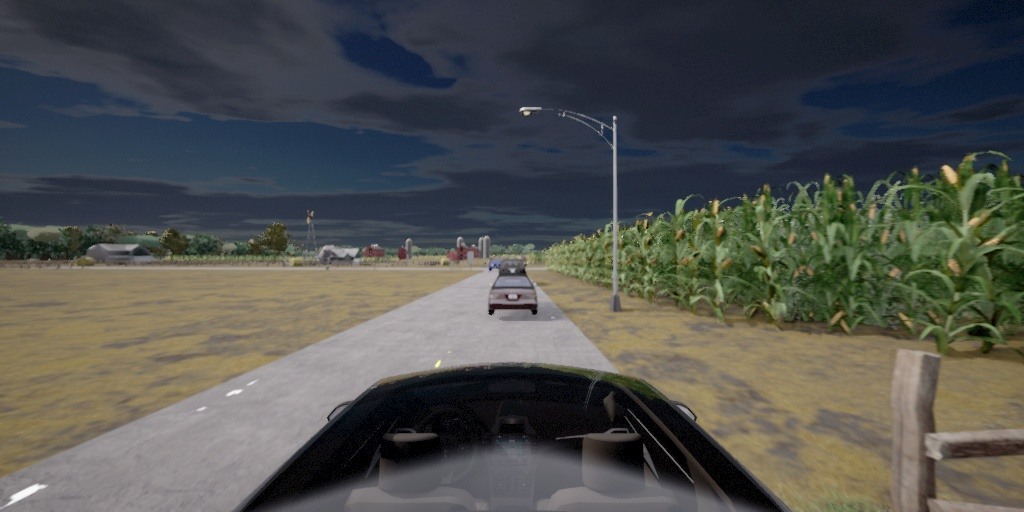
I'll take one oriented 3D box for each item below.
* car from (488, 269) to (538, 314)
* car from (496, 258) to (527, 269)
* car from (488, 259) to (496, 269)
[{"bbox_3d":[0.034,1.411,14.371,2.033,1.411,5.357,0,0,0],"label":"car"},{"bbox_3d":[0.061,1.213,29.414,2.150,2.045,5.566,0,0,0],"label":"car"},{"bbox_3d":[-2.651,1.465,59.364,2.150,2.045,5.566,0,-1,0],"label":"car"}]
